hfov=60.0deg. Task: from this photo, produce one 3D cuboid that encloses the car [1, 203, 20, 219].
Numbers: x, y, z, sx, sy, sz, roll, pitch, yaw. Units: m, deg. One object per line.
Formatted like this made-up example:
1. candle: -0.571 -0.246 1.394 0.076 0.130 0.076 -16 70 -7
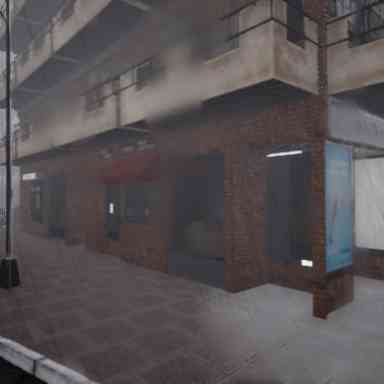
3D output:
1. car: -15.642 1.586 31.344 4.097 1.590 1.967 -1 0 -42
